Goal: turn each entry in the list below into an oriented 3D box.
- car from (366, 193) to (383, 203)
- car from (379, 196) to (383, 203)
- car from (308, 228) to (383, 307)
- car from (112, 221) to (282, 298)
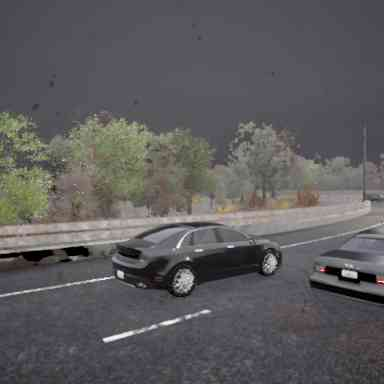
[{"bbox_3d":[38.281,1.237,70.985,2.150,2.045,5.566,0,0,9],"label":"car"},{"bbox_3d":[41.710,1.528,70.276,2.128,1.511,4.902,0,0,9],"label":"car"},{"bbox_3d":[4.835,1.565,7.764,5.357,1.411,2.033,0,0,-40],"label":"car"},{"bbox_3d":[0.364,1.533,8.690,4.892,1.490,1.837,0,0,-38],"label":"car"}]
